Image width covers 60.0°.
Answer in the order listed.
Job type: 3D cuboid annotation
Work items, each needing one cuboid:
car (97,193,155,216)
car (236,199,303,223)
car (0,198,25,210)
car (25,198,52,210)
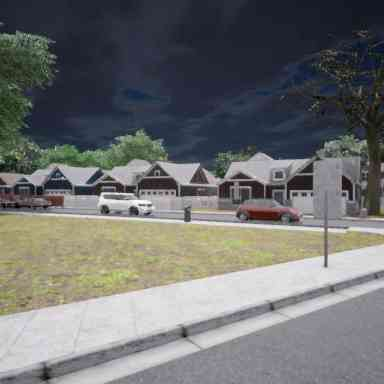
[{"bbox_3d":[-6.095,1.104,30.434,5.566,2.045,2.150,1,0,27],"label":"car"},{"bbox_3d":[5.570,1.301,23.919,4.553,1.767,2.097,0,0,30],"label":"car"},{"bbox_3d":[-22.303,1.409,38.959,4.718,1.301,1.895,0,0,28],"label":"car"},{"bbox_3d":[-19.569,1.377,40.734,5.357,1.411,2.033,0,0,28],"label":"car"}]
